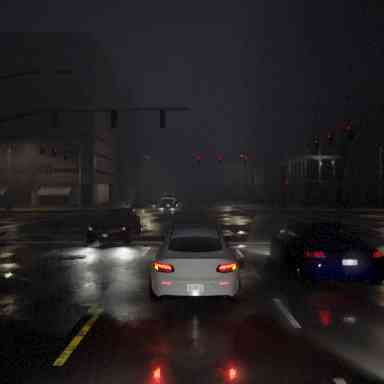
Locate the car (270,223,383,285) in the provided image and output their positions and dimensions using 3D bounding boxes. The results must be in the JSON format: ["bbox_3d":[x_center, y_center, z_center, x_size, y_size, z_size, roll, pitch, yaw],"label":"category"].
[{"bbox_3d":[3.584,1.563,9.538,1.994,1.385,4.181,0,0,0],"label":"car"}]

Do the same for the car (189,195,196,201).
[{"bbox_3d":[0.052,1.487,87.208,1.812,1.442,4.674,0,0,0],"label":"car"}]

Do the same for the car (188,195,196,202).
[{"bbox_3d":[0.047,1.512,77.881,2.128,1.511,4.902,0,0,0],"label":"car"}]

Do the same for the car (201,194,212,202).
[{"bbox_3d":[3.547,1.540,78.436,1.994,1.385,4.181,0,0,0],"label":"car"}]

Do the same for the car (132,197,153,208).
[{"bbox_3d":[-7.095,1.474,46.105,1.882,1.535,5.008,0,0,1],"label":"car"}]

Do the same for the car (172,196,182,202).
[{"bbox_3d":[-3.454,1.547,75.844,1.994,1.385,4.181,0,0,0],"label":"car"}]

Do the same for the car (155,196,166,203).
[{"bbox_3d":[-6.956,1.547,72.733,1.994,1.385,4.181,0,0,0],"label":"car"}]

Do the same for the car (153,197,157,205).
[{"bbox_3d":[-7.045,1.542,57.949,2.033,1.411,5.357,0,0,0],"label":"car"}]

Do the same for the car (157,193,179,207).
[{"bbox_3d":[-3.557,1.218,50.588,2.150,2.045,5.566,0,0,0],"label":"car"}]

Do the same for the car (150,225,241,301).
[{"bbox_3d":[0.075,1.525,8.171,1.812,1.442,4.674,0,0,0],"label":"car"}]

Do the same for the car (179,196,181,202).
[{"bbox_3d":[-3.524,1.473,62.324,1.882,1.535,5.008,0,0,0],"label":"car"}]

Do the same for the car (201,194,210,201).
[{"bbox_3d":[3.552,1.309,86.961,2.097,1.767,4.553,0,0,0],"label":"car"}]

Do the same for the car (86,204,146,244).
[{"bbox_3d":[-3.593,1.522,16.040,1.812,1.442,4.674,0,0,0],"label":"car"}]
